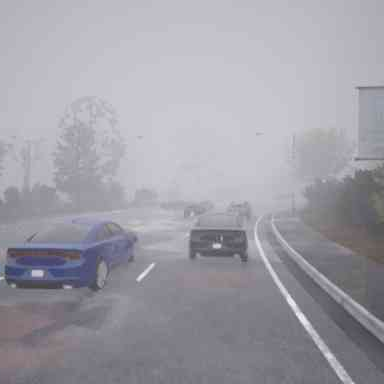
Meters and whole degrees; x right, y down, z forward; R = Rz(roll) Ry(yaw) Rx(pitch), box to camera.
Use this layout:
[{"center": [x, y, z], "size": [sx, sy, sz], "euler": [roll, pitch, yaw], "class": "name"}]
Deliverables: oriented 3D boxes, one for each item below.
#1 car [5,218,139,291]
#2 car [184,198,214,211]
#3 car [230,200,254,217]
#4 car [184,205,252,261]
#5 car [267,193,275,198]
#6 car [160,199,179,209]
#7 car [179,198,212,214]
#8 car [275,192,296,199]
[{"center": [-2.852, 1.452, 9.060], "size": [1.882, 1.535, 5.008], "euler": [0, 0, 5], "class": "car"}, {"center": [0.963, 1.467, 41.483], "size": [2.033, 1.411, 5.357], "euler": [0, 0, 21], "class": "car"}, {"center": [4.123, 1.457, 28.030], "size": [2.128, 1.511, 4.902], "euler": [0, 0, 15], "class": "car"}, {"center": [1.037, 1.460, 12.383], "size": [1.882, 1.535, 5.008], "euler": [0, 0, 7], "class": "car"}, {"center": [19.514, 0.989, 78.889], "size": [2.097, 1.767, 4.553], "euler": [1, 0, 42], "class": "car"}, {"center": [-2.329, 1.501, 42.633], "size": [1.895, 1.301, 4.718], "euler": [0, 0, 21], "class": "car"}, {"center": [0.646, 1.454, 28.591], "size": [1.837, 1.490, 4.892], "euler": [0, 0, 15], "class": "car"}, {"center": [21.855, 0.783, 76.249], "size": [2.150, 2.045, 5.566], "euler": [1, 0, 41], "class": "car"}]
